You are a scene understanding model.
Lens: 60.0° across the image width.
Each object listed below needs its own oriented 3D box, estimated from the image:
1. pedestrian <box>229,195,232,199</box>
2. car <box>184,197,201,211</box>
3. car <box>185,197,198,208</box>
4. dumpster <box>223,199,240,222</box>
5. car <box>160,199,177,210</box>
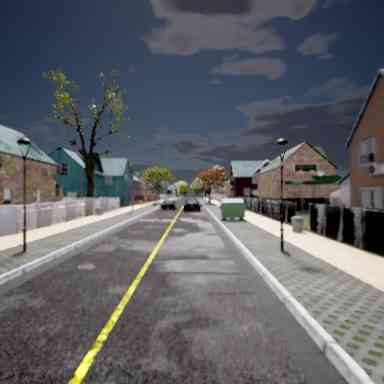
[{"bbox_3d":[3.000,1.114,26.567,0.375,1.860,0.375,1,-1,-2],"label":"pedestrian"},{"bbox_3d":[0.029,1.538,39.393,1.994,1.385,4.181,0,0,1],"label":"car"},{"bbox_3d":[-0.017,1.491,49.647,1.837,1.490,4.892,0,0,0],"label":"car"},{"bbox_3d":[2.983,1.368,25.541,1.020,1.700,1.940,-1,-1,0],"label":"dumpster"},{"bbox_3d":[-2.853,1.576,41.398,1.895,1.301,4.718,0,0,0],"label":"car"}]
